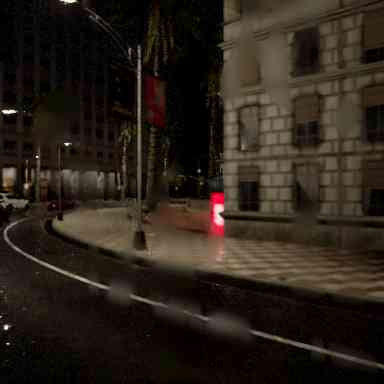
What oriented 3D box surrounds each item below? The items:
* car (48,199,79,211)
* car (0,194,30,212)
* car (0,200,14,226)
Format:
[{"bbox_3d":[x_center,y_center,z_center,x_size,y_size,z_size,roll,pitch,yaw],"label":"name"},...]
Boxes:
[{"bbox_3d":[-15.250,1.531,39.612,1.994,1.385,4.181,0,0,10],"label":"car"},{"bbox_3d":[-19.388,1.184,35.269,2.150,2.045,5.566,0,0,1],"label":"car"},{"bbox_3d":[-13.865,1.502,23.005,1.812,1.442,4.674,0,0,-21],"label":"car"}]
